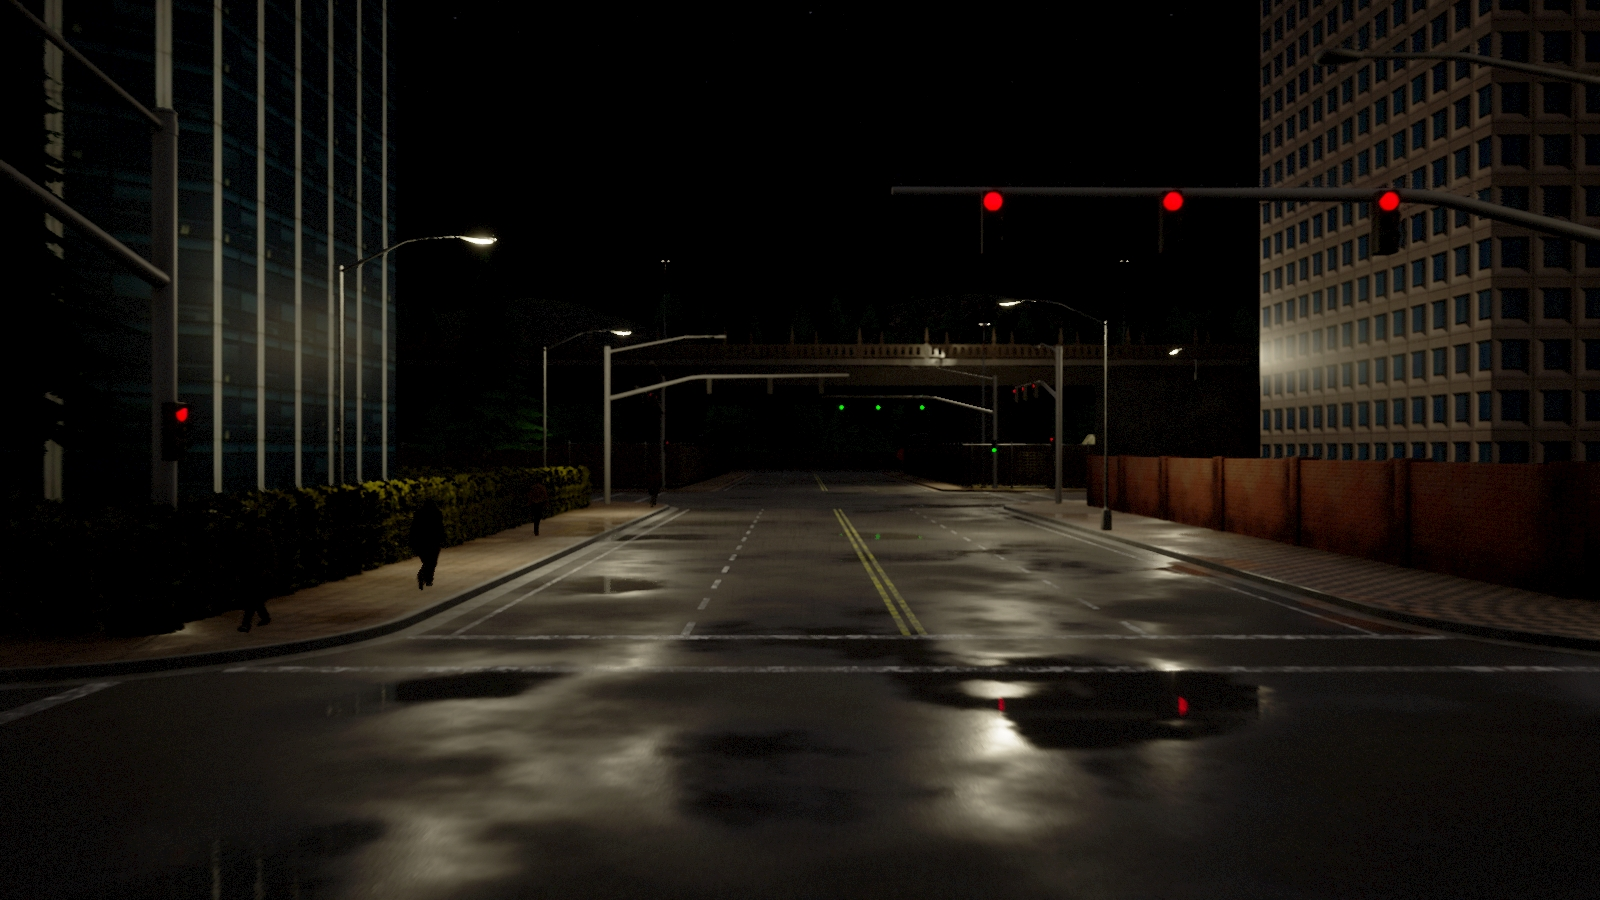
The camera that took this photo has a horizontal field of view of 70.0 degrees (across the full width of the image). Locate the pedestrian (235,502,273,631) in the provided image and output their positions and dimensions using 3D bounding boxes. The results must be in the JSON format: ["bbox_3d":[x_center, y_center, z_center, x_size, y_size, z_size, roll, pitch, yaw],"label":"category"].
[{"bbox_3d":[-7.998,1.697,16.746,0.375,1.860,0.375,0,0,0],"label":"pedestrian"}]

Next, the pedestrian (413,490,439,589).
[{"bbox_3d":[-7.138,1.699,21.816,0.375,1.860,0.375,0,0,2],"label":"pedestrian"}]

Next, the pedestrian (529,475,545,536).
[{"bbox_3d":[-8.061,1.701,34.974,0.375,1.860,0.375,0,0,5],"label":"pedestrian"}]
